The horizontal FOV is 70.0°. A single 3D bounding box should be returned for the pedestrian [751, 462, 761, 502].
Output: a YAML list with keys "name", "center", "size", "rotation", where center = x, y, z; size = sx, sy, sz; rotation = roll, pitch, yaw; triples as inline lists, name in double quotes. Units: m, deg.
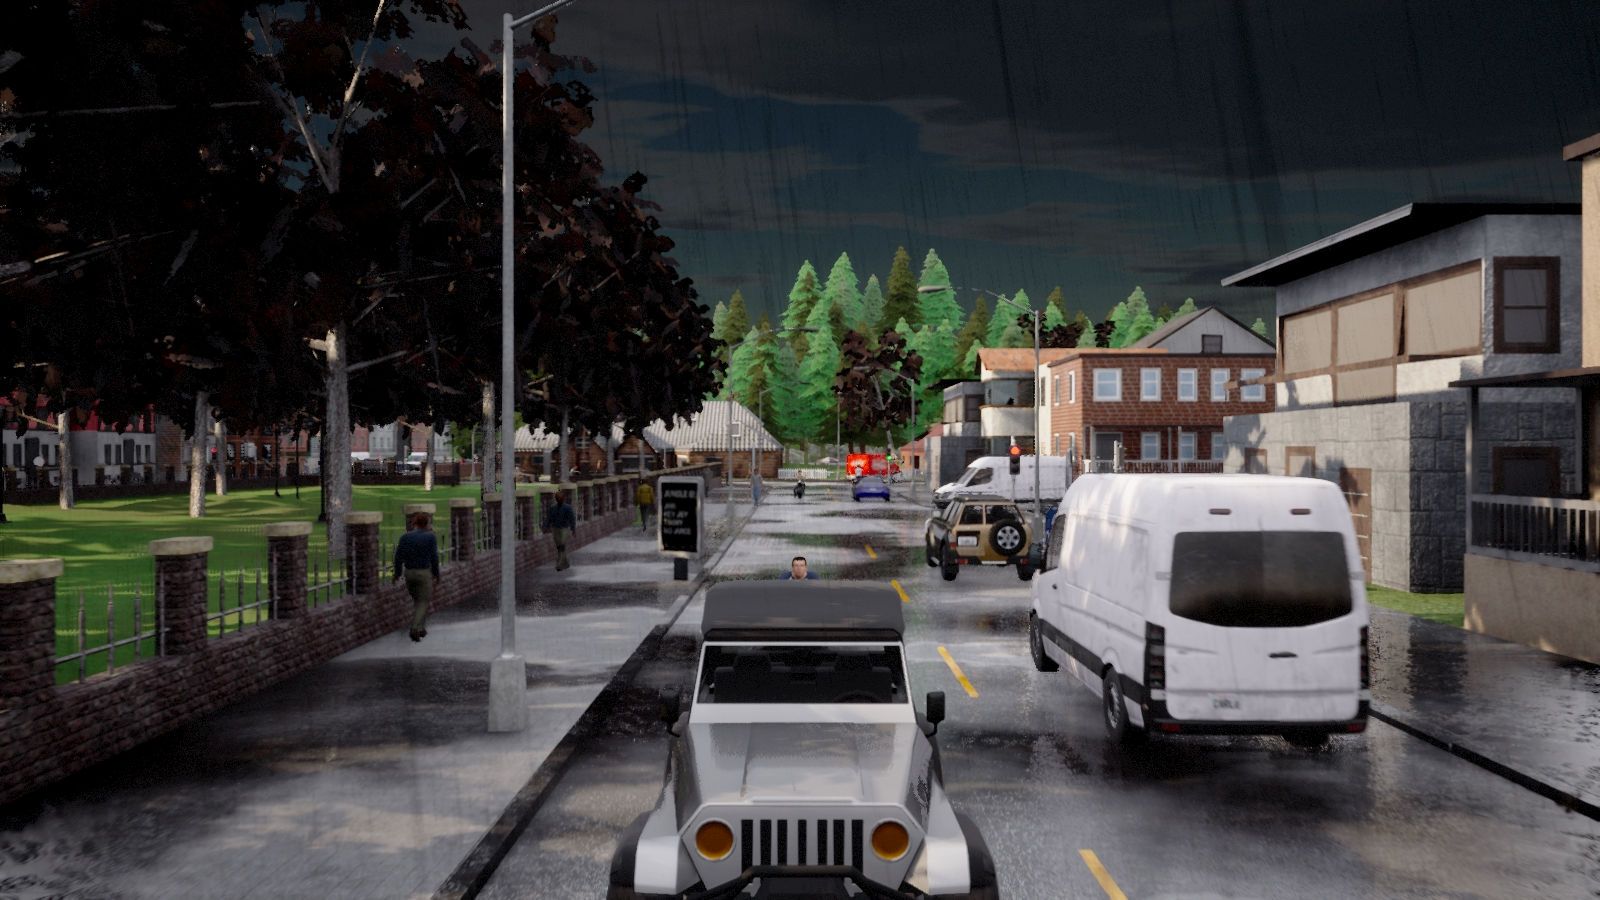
- name: "pedestrian"
  center: [-2.083, 1.527, 54.424]
  size: [0.375, 1.860, 0.375]
  rotation: [0, 0, 11]

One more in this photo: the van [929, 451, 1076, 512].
- name: "van"
  center: [8.659, 1.317, 49.128]
  size: [5.915, 2.561, 1.988]
  rotation: [0, 0, -7]

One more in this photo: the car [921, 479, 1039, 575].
- name: "car"
  center: [3.938, 1.645, 25.765]
  size: [1.932, 1.855, 4.605]
  rotation: [0, 0, 0]

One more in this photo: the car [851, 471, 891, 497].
- name: "car"
  center: [3.986, 1.901, 64.531]
  size: [1.994, 1.385, 4.181]
  rotation: [0, 0, 0]

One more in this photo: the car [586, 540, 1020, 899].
- name: "car"
  center: [0.020, 1.638, 6.951]
  size: [1.905, 1.878, 3.866]
  rotation: [0, 0, 0]

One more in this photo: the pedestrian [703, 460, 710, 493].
- name: "pedestrian"
  center: [-5.355, 1.528, 65.600]
  size: [0.375, 1.860, 0.375]
  rotation: [0, 0, -2]

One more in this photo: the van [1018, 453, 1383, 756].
- name: "van"
  center: [3.957, 1.315, 12.642]
  size: [1.988, 2.561, 5.915]
  rotation: [0, 0, 0]

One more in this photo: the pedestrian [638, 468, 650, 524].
- name: "pedestrian"
  center: [-5.199, 1.526, 38.134]
  size: [0.375, 1.860, 0.375]
  rotation: [0, 0, -3]

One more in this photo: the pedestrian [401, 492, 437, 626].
- name: "pedestrian"
  center: [-5.367, 1.525, 16.104]
  size: [0.375, 1.860, 0.375]
  rotation: [0, 0, 0]

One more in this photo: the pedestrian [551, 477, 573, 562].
- name: "pedestrian"
  center: [-5.244, 1.526, 25.159]
  size: [0.375, 1.860, 0.375]
  rotation: [0, 0, 7]
